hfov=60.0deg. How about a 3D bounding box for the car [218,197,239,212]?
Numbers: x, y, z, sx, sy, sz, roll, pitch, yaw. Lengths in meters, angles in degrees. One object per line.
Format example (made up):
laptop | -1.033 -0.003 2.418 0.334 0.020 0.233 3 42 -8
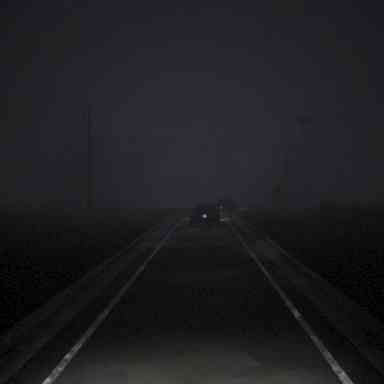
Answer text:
car | 3.832 1.351 36.527 1.837 1.490 4.892 0 0 21

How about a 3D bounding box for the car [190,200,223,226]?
car | 0.933 1.468 22.671 1.994 1.385 4.181 0 0 4
